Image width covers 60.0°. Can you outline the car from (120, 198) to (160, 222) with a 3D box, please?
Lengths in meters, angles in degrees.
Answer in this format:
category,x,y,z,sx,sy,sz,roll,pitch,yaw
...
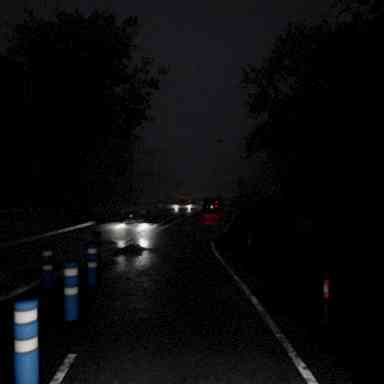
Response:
category,x,y,z,sx,sy,sz,roll,pitch,yaw
car,-3.519,1.177,23.236,1.812,1.442,4.674,0,1,8

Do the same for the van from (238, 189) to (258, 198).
category,x,y,z,sx,sy,sz,roll,pitch,yaw
van,13.900,0.401,82.778,4.442,1.987,1.878,1,-1,-14

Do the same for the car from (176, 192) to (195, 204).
category,x,y,z,sx,sy,sz,roll,pitch,yaw
car,-0.761,0.764,42.819,1.882,1.535,5.008,0,1,8

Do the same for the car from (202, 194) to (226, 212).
category,x,y,z,sx,sy,sz,roll,pitch,yaw
car,2.016,0.994,30.889,1.837,1.490,4.892,0,1,8

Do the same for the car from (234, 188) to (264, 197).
category,x,y,z,sx,sy,sz,roll,pitch,yaw
car,12.583,0.303,70.983,5.566,2.045,2.435,1,-1,-14
